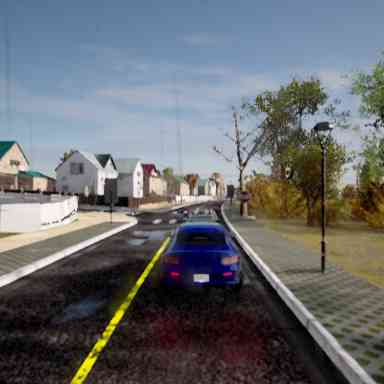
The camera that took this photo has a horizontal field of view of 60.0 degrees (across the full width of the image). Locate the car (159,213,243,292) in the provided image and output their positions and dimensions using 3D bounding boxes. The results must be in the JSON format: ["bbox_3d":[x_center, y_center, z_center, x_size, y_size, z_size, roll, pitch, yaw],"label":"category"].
[{"bbox_3d":[0.222,1.517,8.820,1.812,1.442,4.674,0,0,1],"label":"car"}]

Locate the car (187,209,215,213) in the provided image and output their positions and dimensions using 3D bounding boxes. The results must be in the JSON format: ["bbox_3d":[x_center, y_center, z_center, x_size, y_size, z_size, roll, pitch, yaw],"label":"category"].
[{"bbox_3d":[0.520,1.595,18.636,1.895,1.301,4.718,0,0,2],"label":"car"}]
